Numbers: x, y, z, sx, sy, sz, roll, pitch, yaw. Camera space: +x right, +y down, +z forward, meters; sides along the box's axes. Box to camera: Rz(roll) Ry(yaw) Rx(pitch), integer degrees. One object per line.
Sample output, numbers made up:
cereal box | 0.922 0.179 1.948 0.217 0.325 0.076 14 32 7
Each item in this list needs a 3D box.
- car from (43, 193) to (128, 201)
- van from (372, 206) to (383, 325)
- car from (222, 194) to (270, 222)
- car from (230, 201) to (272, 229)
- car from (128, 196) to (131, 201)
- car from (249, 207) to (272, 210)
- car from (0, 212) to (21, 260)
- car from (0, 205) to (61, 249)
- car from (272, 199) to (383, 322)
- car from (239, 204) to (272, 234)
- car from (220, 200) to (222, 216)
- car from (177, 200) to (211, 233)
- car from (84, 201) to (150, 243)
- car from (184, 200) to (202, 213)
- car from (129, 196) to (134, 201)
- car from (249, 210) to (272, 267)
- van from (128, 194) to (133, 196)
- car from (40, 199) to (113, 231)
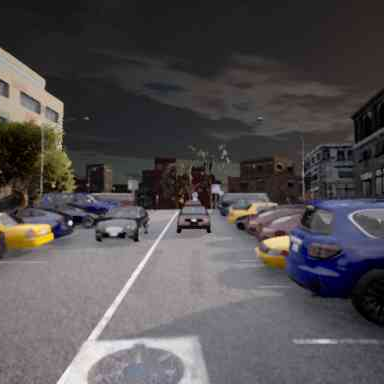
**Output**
car | -7.627 1.075 23.023 5.566 2.045 2.435 0 0 0
van | 4.796 1.229 3.750 4.442 1.987 1.878 0 0 0
car | 4.644 1.200 23.290 4.553 1.767 2.185 0 0 0
car | 4.647 1.393 17.581 4.792 1.488 2.163 0 0 0
car | -7.655 1.312 25.759 5.008 1.535 2.097 0 0 0
car | 4.675 1.439 12.125 4.674 1.452 2.002 0 0 0
car | -7.680 1.448 9.056 4.792 1.488 2.163 0 0 0
car | -7.838 1.397 11.850 5.366 1.575 1.946 0 0 0
car | 4.707 1.185 6.541 5.566 2.045 2.435 0 0 0
car | 4.674 1.422 14.792 4.674 1.452 2.002 0 0 0
car | 4.680 1.312 26.081 5.008 1.535 2.097 0 0 0
car | 0.100 1.422 18.874 2.033 1.411 5.357 0 0 0
car | -3.102 1.387 15.626 2.128 1.511 4.902 0 0 0
car | 0.097 1.551 36.249 1.895 1.301 4.718 0 -1 0
car | -7.686 1.343 28.591 4.792 1.488 2.163 0 0 0
car | 4.493 1.415 9.208 5.366 1.575 1.946 0 0 0
van | -7.774 1.112 31.379 4.442 1.987 1.878 0 0 0
car | -7.625 1.374 20.231 4.792 1.488 2.163 0 0 0
